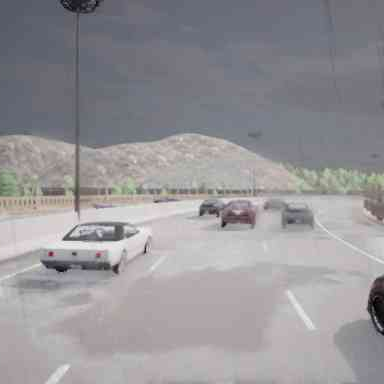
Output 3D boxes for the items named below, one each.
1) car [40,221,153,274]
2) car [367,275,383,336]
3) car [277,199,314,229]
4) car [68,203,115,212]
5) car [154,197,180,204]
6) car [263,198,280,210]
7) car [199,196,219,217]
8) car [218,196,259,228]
[{"bbox_3d":[-2.596,1.555,10.387,1.895,1.301,4.718,0,0,7],"label":"car"},{"bbox_3d":[3.872,1.566,3.934,1.994,1.385,4.181,0,0,3],"label":"car"},{"bbox_3d":[6.702,1.446,21.334,2.128,1.511,4.902,0,0,15],"label":"car"},{"bbox_3d":[-7.095,1.489,24.662,1.895,1.301,4.718,0,0,15],"label":"car"},{"bbox_3d":[-3.868,1.411,51.208,1.895,1.301,4.718,0,0,29],"label":"car"},{"bbox_3d":[10.004,1.452,39.742,2.033,1.411,5.357,0,0,27],"label":"car"},{"bbox_3d":[2.024,1.411,29.829,1.837,1.490,4.892,0,0,19],"label":"car"},{"bbox_3d":[3.298,1.290,22.057,2.097,1.767,4.553,0,0,15],"label":"car"}]
